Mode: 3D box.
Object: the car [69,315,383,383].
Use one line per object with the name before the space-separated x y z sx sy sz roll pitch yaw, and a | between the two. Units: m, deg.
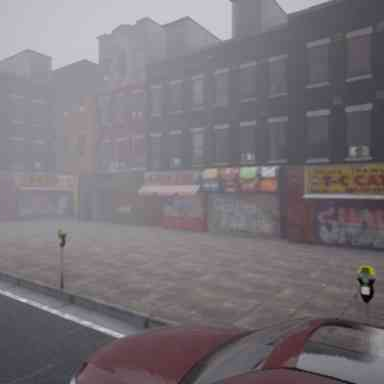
car | 0.879 1.577 2.186 4.206 1.307 1.802 1 0 35
